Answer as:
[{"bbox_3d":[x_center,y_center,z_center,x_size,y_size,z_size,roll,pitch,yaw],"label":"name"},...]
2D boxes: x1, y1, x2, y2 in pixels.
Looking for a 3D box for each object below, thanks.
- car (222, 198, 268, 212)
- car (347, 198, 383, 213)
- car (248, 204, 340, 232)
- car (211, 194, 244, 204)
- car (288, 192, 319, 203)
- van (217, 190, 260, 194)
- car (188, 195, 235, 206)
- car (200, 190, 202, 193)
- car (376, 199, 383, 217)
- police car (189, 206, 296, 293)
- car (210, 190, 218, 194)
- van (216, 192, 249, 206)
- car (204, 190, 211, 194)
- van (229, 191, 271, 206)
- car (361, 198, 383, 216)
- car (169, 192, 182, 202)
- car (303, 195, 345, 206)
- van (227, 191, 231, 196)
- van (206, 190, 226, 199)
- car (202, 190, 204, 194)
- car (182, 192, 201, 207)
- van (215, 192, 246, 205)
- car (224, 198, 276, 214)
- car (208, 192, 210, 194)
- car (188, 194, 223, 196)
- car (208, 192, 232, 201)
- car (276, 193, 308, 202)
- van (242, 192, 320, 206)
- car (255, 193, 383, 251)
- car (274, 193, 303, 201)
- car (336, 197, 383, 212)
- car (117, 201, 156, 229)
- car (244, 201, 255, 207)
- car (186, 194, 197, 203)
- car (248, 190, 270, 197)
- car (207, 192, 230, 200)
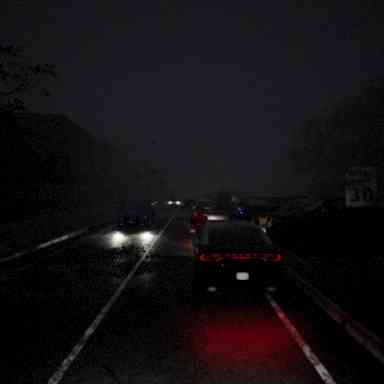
[{"bbox_3d":[5.657,1.357,35.964,4.674,1.452,2.002,0,1,0],"label":"car"},{"bbox_3d":[18.716,1.365,33.864,4.792,1.488,2.163,0,1,0],"label":"car"},{"bbox_3d":[5.707,1.447,19.138,4.674,1.452,2.002,0,0,0],"label":"car"},{"bbox_3d":[5.609,1.131,52.785,4.892,1.521,2.231,0,1,0],"label":"car"},{"bbox_3d":[18.718,0.966,56.076,4.553,1.767,2.185,0,1,0],"label":"car"},{"bbox_3d":[5.762,1.037,41.572,4.442,1.987,1.878,0,1,0],"label":"van"},{"bbox_3d":[0.951,1.267,18.802,2.097,1.767,4.553,0,0,0],"label":"car"},{"bbox_3d":[5.698,0.661,92.029,5.366,1.575,1.946,0,1,0],"label":"car"},{"bbox_3d":[18.755,1.368,28.315,5.008,1.535,2.097,0,0,0],"label":"car"},{"bbox_3d":[0.964,1.389,8.930,1.930,1.638,5.238,0,0,0],"label":"police car"},{"bbox_3d":[5.610,0.979,44.372,5.566,2.045,2.435,0,1,0],"label":"car"},{"bbox_3d":[5.747,0.971,47.176,4.442,1.987,1.878,0,1,0],"label":"van"},{"bbox_3d":[5.565,0.779,61.191,5.566,2.045,2.435,0,1,0],"label":"car"},{"bbox_3d":[5.566,1.146,27.550,4.442,1.987,1.878,0,0,0],"label":"van"},{"bbox_3d":[18.937,1.349,31.092,5.366,1.575,1.946,0,0,0],"label":"car"},{"bbox_3d":[-3.366,1.132,63.091,1.895,1.301,4.718,0,1,1],"label":"car"},{"bbox_3d":[18.895,1.187,47.749,5.366,1.575,1.946,0,1,0],"label":"car"},{"bbox_3d":[5.791,1.130,30.352,4.442,1.987,1.878,0,0,0],"label":"van"},{"bbox_3d":[5.440,0.638,75.207,4.442,1.987,1.878,0,1,0],"label":"van"},{"bbox_3d":[5.544,0.830,78.013,5.008,1.535,2.097,0,1,0],"label":"car"},{"bbox_3d":[-0.044,1.192,45.913,1.882,1.535,5.008,0,1,0],"label":"car"},{"bbox_3d":[5.740,0.938,49.980,4.442,1.987,1.878,0,1,0],"label":"van"},{"bbox_3d":[5.697,1.369,33.156,4.792,1.488,2.163,0,0,0],"label":"car"},{"bbox_3d":[5.598,1.104,58.392,4.674,1.452,2.002,0,1,0],"label":"car"},{"bbox_3d":[0.944,1.232,24.810,2.097,1.767,4.553,0,0,0],"label":"car"},{"bbox_3d":[5.548,0.838,66.799,4.553,1.767,2.185,0,1,0],"label":"car"},{"bbox_3d":[18.487,1.022,61.626,5.366,1.575,1.946,0,1,0],"label":"car"},{"bbox_3d":[5.814,1.170,21.940,4.442,1.987,1.878,0,0,0],"label":"van"},{"bbox_3d":[5.691,1.179,13.530,5.566,2.045,2.435,0,0,0],"label":"car"},{"bbox_3d":[18.671,0.994,64.403,4.892,1.521,2.231,0,1,0],"label":"car"},{"bbox_3d":[18.767,1.340,36.647,4.792,1.488,2.163,0,1,0],"label":"car"},{"bbox_3d":[-3.375,1.383,20.904,1.882,1.535,5.008,0,0,0],"label":"car"},{"bbox_3d":[5.526,1.416,16.334,5.366,1.575,1.946,0,0,0],"label":"car"},{"bbox_3d":[-0.075,1.078,59.468,1.837,1.490,4.892,0,1,0],"label":"car"},{"bbox_3d":[18.562,0.410,92.283,5.566,2.045,2.435,0,1,0],"label":"car"},{"bbox_3d":[5.540,0.805,69.602,4.553,1.767,2.185,0,1,0],"label":"car"}]
